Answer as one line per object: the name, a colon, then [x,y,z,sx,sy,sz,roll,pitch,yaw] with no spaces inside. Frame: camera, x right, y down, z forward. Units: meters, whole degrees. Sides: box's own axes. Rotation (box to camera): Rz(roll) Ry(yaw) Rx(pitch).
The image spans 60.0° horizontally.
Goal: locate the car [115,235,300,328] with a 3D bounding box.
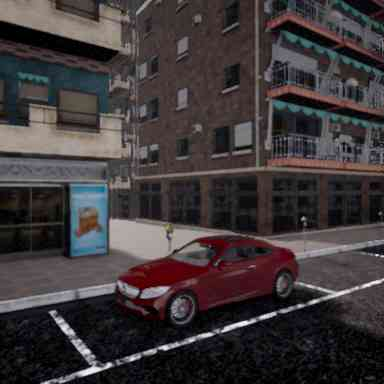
car: [0.521,1.602,6.937,4.206,1.307,1.802,0,-1,-35]
